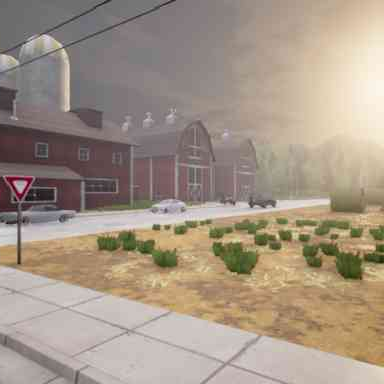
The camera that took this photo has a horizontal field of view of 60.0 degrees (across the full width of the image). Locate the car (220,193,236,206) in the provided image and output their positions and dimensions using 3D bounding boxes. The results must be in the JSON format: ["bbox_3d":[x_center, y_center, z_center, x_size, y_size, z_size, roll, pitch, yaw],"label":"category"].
[{"bbox_3d":[5.845,1.112,53.980,1.905,1.878,3.866,6,1,-8],"label":"car"}]

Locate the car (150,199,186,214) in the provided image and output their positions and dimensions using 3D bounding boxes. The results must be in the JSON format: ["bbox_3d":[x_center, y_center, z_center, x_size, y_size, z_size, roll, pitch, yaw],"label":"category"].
[{"bbox_3d":[-2.389,1.494,34.838,1.812,1.442,4.674,0,0,34],"label":"car"}]

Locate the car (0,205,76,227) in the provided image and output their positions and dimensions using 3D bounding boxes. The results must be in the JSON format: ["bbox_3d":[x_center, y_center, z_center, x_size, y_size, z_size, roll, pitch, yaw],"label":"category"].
[{"bbox_3d":[-10.576,1.569,23.002,1.895,1.301,4.718,0,0,35],"label":"car"}]

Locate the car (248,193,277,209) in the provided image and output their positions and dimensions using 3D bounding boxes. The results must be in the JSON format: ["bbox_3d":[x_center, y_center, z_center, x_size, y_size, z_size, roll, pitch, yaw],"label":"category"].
[{"bbox_3d":[9.788,1.191,46.099,2.150,2.045,5.566,0,0,36],"label":"car"}]
